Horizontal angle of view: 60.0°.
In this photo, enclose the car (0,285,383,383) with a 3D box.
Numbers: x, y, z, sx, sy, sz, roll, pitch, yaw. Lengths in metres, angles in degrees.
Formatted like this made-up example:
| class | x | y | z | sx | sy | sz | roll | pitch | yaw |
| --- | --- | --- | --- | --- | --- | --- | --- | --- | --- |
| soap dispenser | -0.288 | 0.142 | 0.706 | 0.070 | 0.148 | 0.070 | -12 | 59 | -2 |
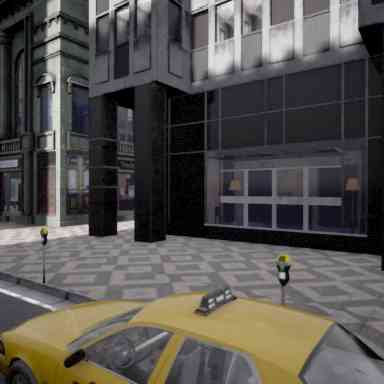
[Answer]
| class | x | y | z | sx | sy | sz | roll | pitch | yaw |
| --- | --- | --- | --- | --- | --- | --- | --- | --- | --- |
| car | -0.005 | 1.526 | 2.969 | 4.829 | 1.417 | 1.752 | 0 | 0 | 36 |
